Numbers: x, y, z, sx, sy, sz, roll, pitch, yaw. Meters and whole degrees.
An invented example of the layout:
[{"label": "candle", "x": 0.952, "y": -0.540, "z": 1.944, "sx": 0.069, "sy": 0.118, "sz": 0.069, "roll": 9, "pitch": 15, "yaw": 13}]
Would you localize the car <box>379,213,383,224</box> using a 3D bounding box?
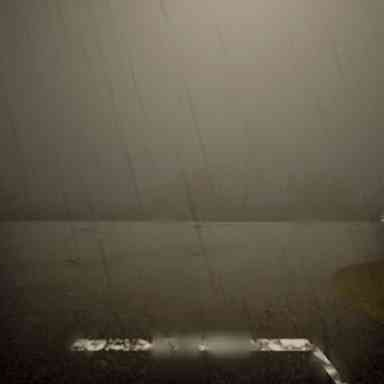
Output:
[{"label": "car", "x": 15.196, "y": 1.590, "z": 22.288, "sx": 4.902, "sy": 1.511, "sz": 2.128, "roll": -1, "pitch": 0, "yaw": -2}]
